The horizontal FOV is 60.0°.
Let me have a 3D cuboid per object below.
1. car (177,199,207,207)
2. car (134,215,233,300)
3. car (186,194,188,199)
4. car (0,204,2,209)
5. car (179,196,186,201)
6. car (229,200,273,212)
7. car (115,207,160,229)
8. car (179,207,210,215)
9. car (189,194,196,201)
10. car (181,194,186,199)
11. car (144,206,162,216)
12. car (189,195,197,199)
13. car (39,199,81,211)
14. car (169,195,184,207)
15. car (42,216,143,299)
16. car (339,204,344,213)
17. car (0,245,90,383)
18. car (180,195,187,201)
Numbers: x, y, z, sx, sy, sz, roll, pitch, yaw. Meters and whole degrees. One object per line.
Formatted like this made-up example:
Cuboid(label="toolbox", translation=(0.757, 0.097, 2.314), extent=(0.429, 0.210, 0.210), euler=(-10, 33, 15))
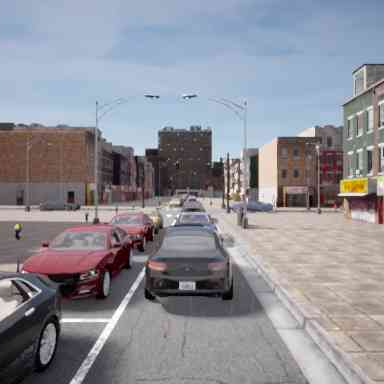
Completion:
Cuboid(label="car", translation=(0.156, 1.525, 25.985), extent=(1.837, 1.490, 4.892), euler=(0, 0, 2))
Cuboid(label="car", translation=(-0.041, 1.528, 8.302), extent=(1.812, 1.442, 4.674), euler=(0, 0, 1))
Cuboid(label="car", translation=(-2.500, 1.681, 78.449), extent=(1.752, 1.417, 4.829), euler=(0, 0, 0))
Cuboid(label="car", translation=(-23.591, 1.375, 36.523), extent=(4.892, 1.490, 1.837), euler=(0, 0, 0))
Cuboid(label="car", translation=(-2.481, 1.741, 89.508), extent=(1.887, 1.381, 4.507), euler=(0, 0, 0))
Cuboid(label="car", translation=(6.863, 1.677, 39.574), extent=(5.357, 1.411, 2.033), euler=(1, 0, 0))
Cuboid(label="car", translation=(-2.610, 1.550, 13.949), extent=(1.887, 1.381, 4.507), euler=(0, 0, 0))
Cuboid(label="car", translation=(0.121, 1.608, 15.684), extent=(1.895, 1.301, 4.718), euler=(0, 0, 0))
Cuboid(label="car", translation=(0.159, 1.560, 91.860), extent=(2.097, 1.767, 4.553), euler=(0, 0, 0))
Cuboid(label="car", translation=(-2.536, 1.401, 56.843), extent=(2.192, 1.841, 5.009), euler=(0, 0, 0))
Cuboid(label="car", translation=(-2.601, 1.536, 19.272), extent=(1.752, 1.417, 4.829), euler=(0, 0, 0))
Cuboid(label="car", translation=(0.141, 1.763, 81.695), extent=(1.895, 1.301, 4.718), euler=(0, 0, 0))
Cuboid(label="car", translation=(-14.474, 1.498, 36.553), extent=(4.181, 1.385, 1.994), euler=(0, 0, 0))
Cuboid(label="car", translation=(-2.546, 1.596, 51.230), extent=(1.752, 1.417, 4.829), euler=(0, 0, 0))
Cuboid(label="car", translation=(-2.619, 1.546, 8.454), extent=(1.887, 1.381, 4.507), euler=(0, 0, 0))
Cuboid(label="car", translation=(19.992, 1.660, 39.617), extent=(4.553, 1.767, 2.097), euler=(1, 0, 0))
Cuboid(label="car", translation=(-2.629, 1.551, 2.960), extent=(2.008, 1.369, 4.403), euler=(0, 0, 0))
Cuboid(label="car", translation=(-2.471, 1.655, 94.952), extent=(1.967, 1.590, 4.097), euler=(0, 0, 0))
